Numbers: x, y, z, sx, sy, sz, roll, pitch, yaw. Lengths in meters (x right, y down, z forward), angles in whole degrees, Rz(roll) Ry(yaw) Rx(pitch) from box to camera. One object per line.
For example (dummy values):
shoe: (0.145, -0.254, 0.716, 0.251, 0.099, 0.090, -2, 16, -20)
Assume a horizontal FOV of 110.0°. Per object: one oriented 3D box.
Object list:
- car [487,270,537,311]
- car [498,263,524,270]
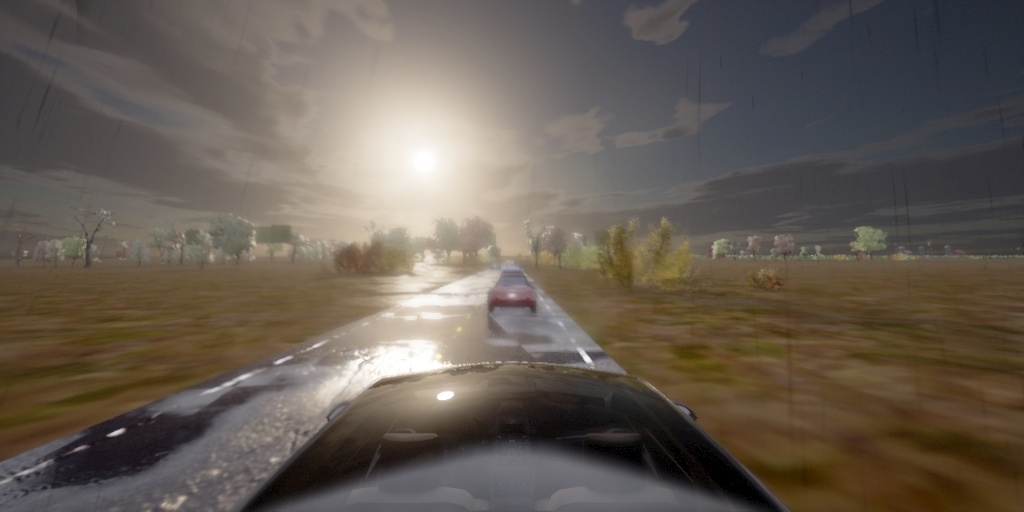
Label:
car: (0.020, 1.462, 15.360, 1.994, 1.385, 4.181, 0, -1, 0)
car: (0.025, 1.539, 31.092, 1.882, 1.535, 5.008, 0, 0, 1)
